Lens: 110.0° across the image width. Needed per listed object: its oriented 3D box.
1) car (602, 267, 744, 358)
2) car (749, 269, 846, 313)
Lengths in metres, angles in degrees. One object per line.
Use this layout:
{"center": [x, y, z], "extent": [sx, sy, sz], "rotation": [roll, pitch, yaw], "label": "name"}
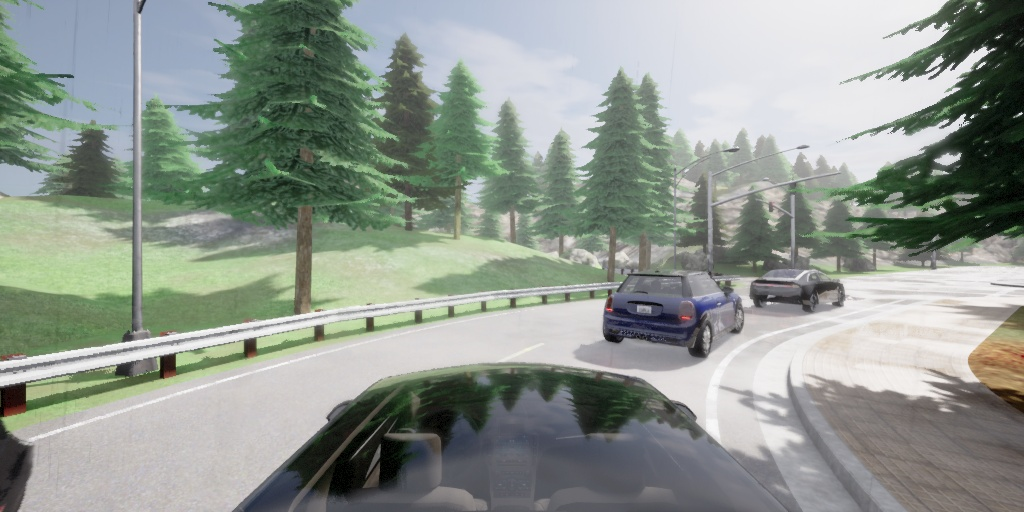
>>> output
{"center": [4.126, 1.109, 8.857], "extent": [2.097, 1.767, 4.553], "rotation": [0, 0, 43], "label": "car"}
{"center": [11.282, 1.256, 14.102], "extent": [4.902, 1.511, 2.128], "rotation": [0, 0, -33], "label": "car"}
